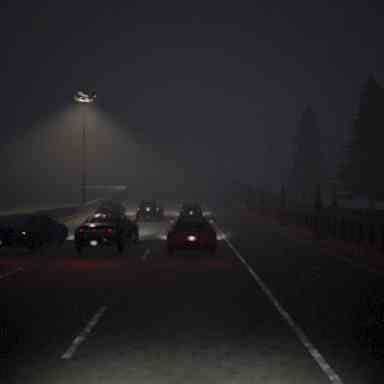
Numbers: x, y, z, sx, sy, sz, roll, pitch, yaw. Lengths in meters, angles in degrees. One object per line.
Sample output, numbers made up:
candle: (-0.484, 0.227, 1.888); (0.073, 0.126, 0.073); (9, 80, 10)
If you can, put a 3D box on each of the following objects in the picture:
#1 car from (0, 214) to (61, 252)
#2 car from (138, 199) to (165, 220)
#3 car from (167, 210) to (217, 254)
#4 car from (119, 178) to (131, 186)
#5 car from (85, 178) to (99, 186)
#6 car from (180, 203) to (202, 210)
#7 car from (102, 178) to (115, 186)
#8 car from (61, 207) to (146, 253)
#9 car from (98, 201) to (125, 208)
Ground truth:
car: (-7.002, 1.661, 14.395); (1.812, 1.442, 4.674); (0, 0, 0)
car: (-3.585, 1.412, 29.095); (2.097, 1.767, 4.553); (0, 2, 0)
car: (-0.005, 1.698, 14.268); (1.994, 1.385, 4.181); (0, 0, 0)
car: (-14.332, -2.154, 71.209); (2.128, 1.511, 4.902); (0, 6, 0)
car: (-21.332, -2.179, 71.165); (1.837, 1.490, 4.892); (0, 6, 0)
car: (-0.084, 1.621, 29.325); (1.994, 1.385, 4.181); (0, 2, 0)
car: (-17.832, -2.155, 71.188); (1.812, 1.442, 4.674); (0, 6, 0)
car: (-3.503, 1.627, 14.292); (2.128, 1.511, 4.902); (0, 0, 0)
car: (-7.085, 1.564, 29.273); (1.837, 1.490, 4.892); (0, 2, 0)
